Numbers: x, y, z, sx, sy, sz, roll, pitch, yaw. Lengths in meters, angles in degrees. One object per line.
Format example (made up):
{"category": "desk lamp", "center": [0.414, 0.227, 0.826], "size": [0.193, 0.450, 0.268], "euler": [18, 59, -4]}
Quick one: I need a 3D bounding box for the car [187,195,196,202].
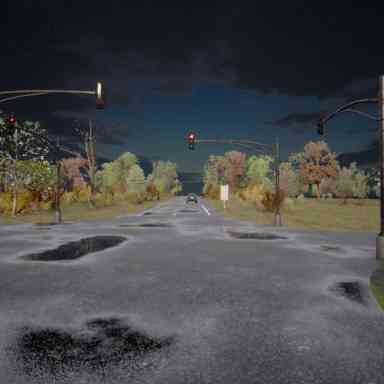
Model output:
{"category": "car", "center": [-0.003, 1.464, 78.020], "size": [2.033, 1.411, 5.357], "euler": [0, 0, 0]}

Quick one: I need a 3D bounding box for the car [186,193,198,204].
{"category": "car", "center": [-0.002, 1.291, 67.629], "size": [2.150, 2.045, 5.566], "euler": [0, 0, 0]}
